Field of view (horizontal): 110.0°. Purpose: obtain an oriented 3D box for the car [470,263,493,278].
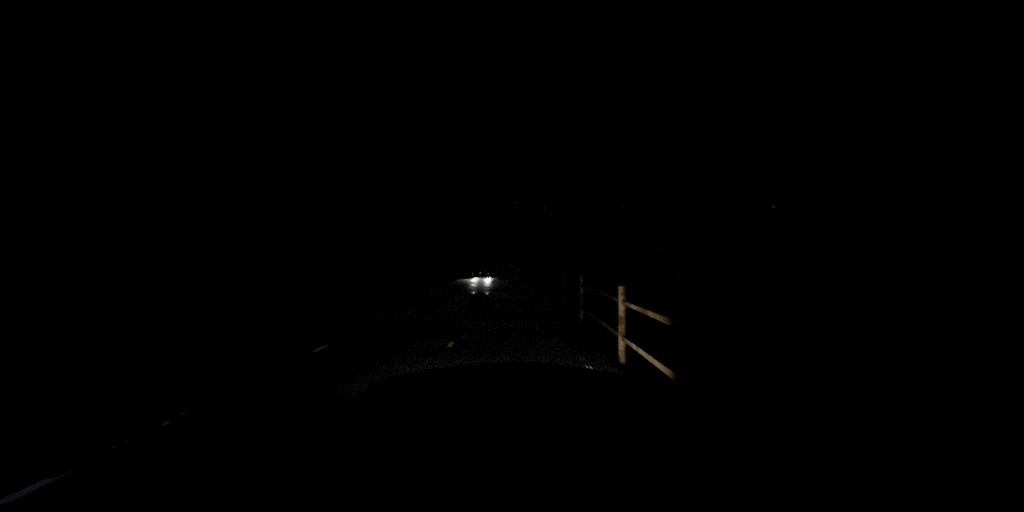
[{"bbox_3d":[-2.858,1.323,34.437,1.994,1.385,4.181,0,0,0],"label":"car"}]
